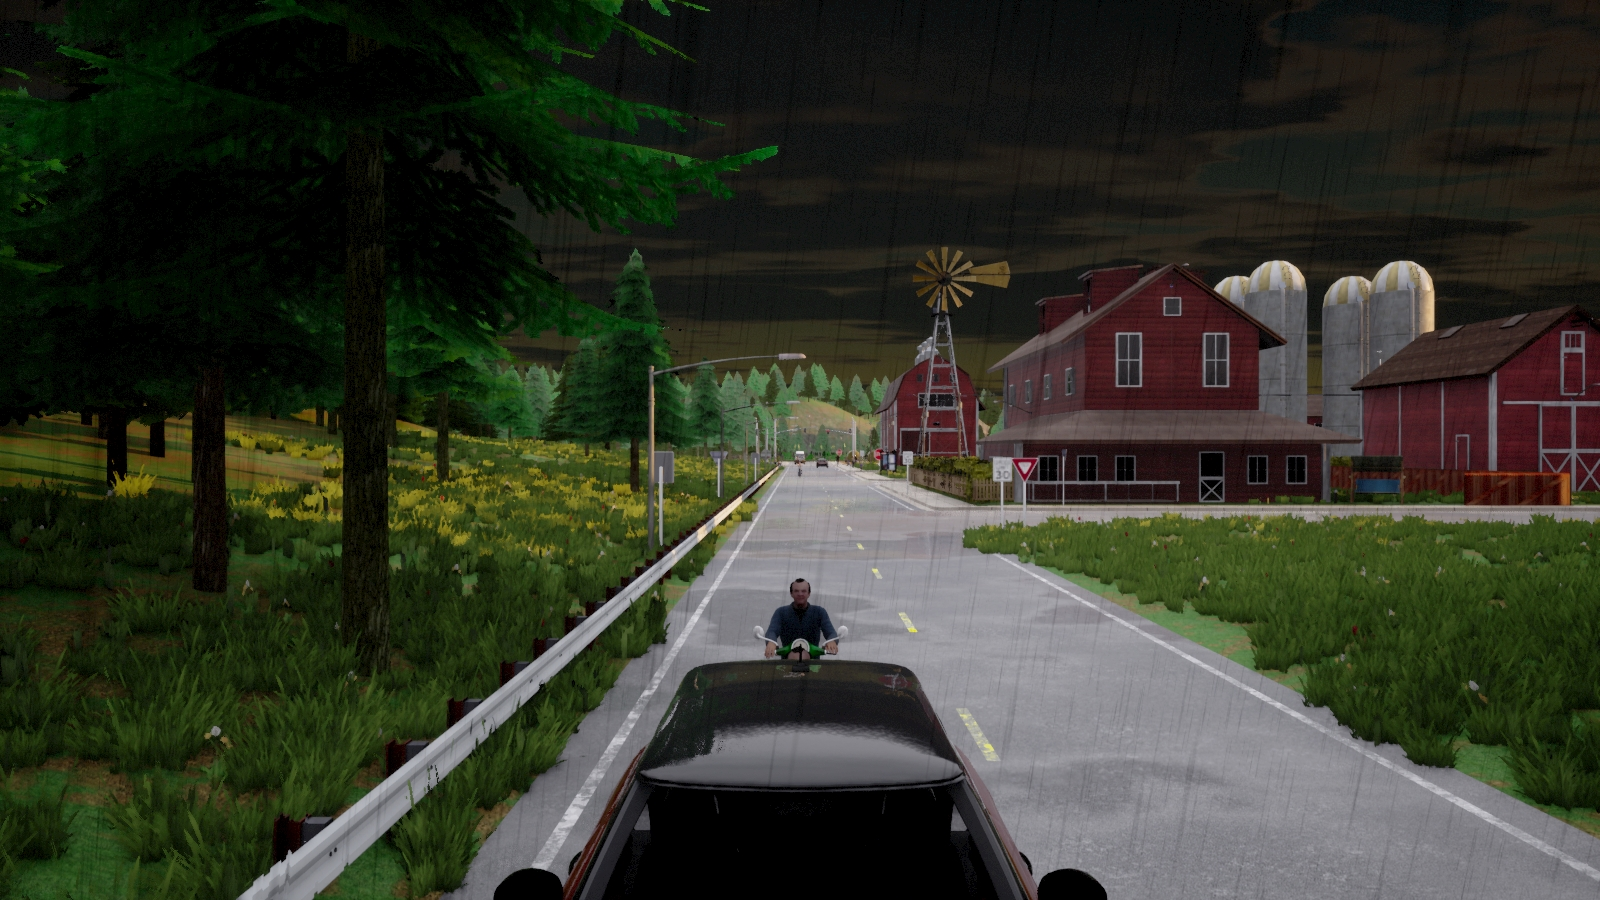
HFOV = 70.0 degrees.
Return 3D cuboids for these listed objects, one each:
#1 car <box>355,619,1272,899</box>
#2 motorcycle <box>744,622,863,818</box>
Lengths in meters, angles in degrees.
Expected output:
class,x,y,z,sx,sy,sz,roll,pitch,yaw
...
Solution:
class,x,y,z,sx,sy,sz,roll,pitch,yaw
car,0.032,1.899,4.503,2.097,1.767,4.553,0,0,0
motorcycle,0.028,2.229,9.842,0.867,1.251,2.209,-2,-3,0
